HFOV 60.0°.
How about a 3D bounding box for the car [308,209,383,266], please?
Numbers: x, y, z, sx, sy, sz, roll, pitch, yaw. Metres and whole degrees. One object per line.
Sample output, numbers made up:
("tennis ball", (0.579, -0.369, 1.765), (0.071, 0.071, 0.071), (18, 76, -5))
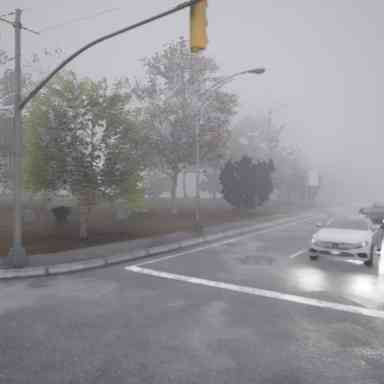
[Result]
("car", (5.577, 1.525, 11.862), (1.812, 1.442, 4.674), (0, 0, 34))

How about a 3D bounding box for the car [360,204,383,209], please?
("car", (10.520, 1.601, 19.455), (1.895, 1.301, 4.718), (0, 0, 33))
